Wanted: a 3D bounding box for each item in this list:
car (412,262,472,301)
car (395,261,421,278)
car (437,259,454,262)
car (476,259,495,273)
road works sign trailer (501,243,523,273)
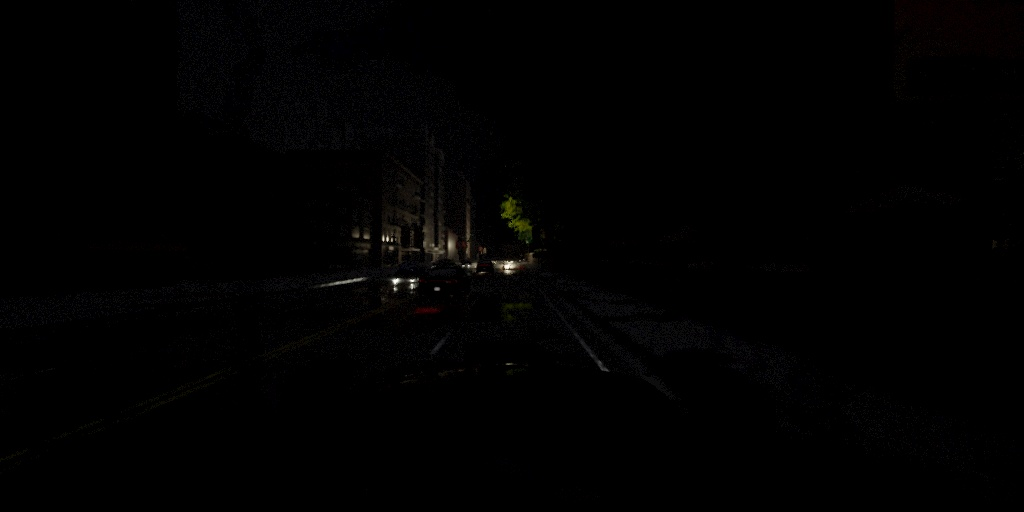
[{"bbox_3d":[-3.143,1.230,17.506,1.882,1.535,5.008,0,0,0],"label":"car"},{"bbox_3d":[-9.827,1.232,34.869,1.882,1.535,5.008,0,0,0],"label":"car"},{"bbox_3d":[-6.576,1.107,35.051,2.097,1.767,4.553,0,0,0],"label":"car"},{"bbox_3d":[-3.136,1.233,42.919,1.882,1.535,5.008,0,0,0],"label":"car"},{"bbox_3d":[0.015,0.219,42.619,2.380,3.560,2.880,0,0,0],"label":"road works sign trailer"}]
